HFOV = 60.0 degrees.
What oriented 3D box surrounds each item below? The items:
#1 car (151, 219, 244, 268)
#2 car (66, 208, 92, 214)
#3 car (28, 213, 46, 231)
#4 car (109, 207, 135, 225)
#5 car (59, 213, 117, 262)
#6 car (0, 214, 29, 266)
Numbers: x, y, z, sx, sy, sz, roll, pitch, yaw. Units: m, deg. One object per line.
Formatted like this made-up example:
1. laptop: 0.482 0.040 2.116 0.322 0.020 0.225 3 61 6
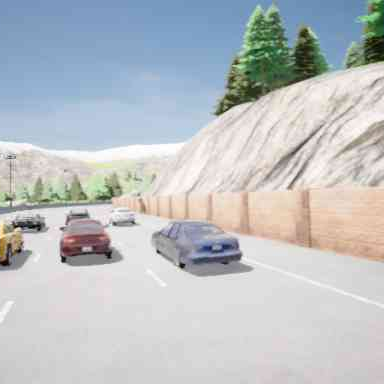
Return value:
1. car: -0.094 1.705 11.987 2.033 1.411 5.357 -1 -1 -19
2. car: -9.161 2.093 26.981 2.128 1.511 4.902 -1 -1 -19
3. car: -12.252 2.265 25.218 1.895 1.301 4.718 -1 -1 -19
4. car: -6.092 2.064 28.810 1.812 1.442 4.674 -1 -1 -19
5. car: -4.328 1.820 13.514 1.812 1.442 4.674 -1 -1 -19
6. car: -7.758 1.857 12.721 1.882 1.535 5.008 -1 -1 -19
